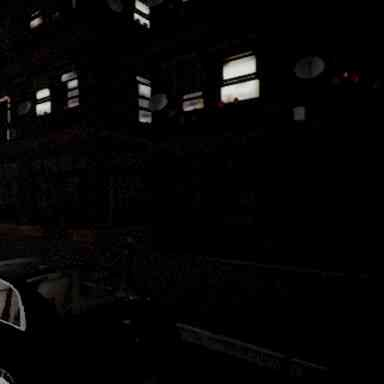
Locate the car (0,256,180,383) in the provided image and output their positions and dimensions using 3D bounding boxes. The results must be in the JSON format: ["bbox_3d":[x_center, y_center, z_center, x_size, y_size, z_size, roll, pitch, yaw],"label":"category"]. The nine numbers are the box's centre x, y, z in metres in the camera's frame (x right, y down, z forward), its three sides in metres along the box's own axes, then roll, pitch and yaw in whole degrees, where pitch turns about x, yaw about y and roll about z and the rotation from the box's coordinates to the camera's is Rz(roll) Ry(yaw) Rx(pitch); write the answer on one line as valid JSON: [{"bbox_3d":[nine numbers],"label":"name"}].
[{"bbox_3d":[-2.184,1.515,4.293,4.403,1.369,2.008,1,-1,35],"label":"car"}]

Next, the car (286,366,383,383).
[{"bbox_3d":[2.327,1.555,1.091,4.507,1.381,1.887,1,-1,35],"label":"car"}]
